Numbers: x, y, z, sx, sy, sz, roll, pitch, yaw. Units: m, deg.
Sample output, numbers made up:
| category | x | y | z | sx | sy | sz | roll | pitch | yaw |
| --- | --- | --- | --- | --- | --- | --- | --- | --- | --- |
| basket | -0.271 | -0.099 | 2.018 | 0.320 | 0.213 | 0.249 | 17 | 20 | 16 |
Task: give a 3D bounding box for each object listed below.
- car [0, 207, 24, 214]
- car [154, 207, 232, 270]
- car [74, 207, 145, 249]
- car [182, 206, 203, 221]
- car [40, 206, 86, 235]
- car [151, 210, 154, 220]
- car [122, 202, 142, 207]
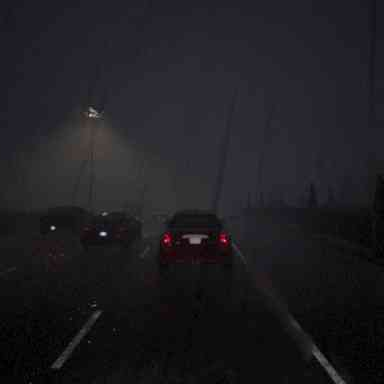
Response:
| category | x | y | z | sx | sy | sz | roll | pitch | yaw |
| --- | --- | --- | --- | --- | --- | --- | --- | --- | --- |
| car | -14.026 | 1.770 | 24.334 | 1.895 | 1.301 | 4.718 | 0 | -2 | 0 |
| car | 0.091 | 1.366 | 11.222 | 2.097 | 1.767 | 4.553 | 0 | 0 | 0 |
| car | -3.412 | 1.584 | 14.773 | 1.994 | 1.385 | 4.181 | 0 | 0 | 0 |
| car | 0.071 | 2.247 | 34.442 | 1.994 | 1.385 | 4.181 | 0 | -4 | 0 |
| car | -6.916 | 1.550 | 18.960 | 1.837 | 1.490 | 4.892 | 0 | 0 | 0 |
| car | -3.431 | 2.491 | 37.151 | 1.895 | 1.301 | 4.718 | 0 | -5 | 0 |
| car | -6.934 | 2.288 | 39.228 | 2.150 | 2.045 | 5.566 | 0 | -5 | 0 |
